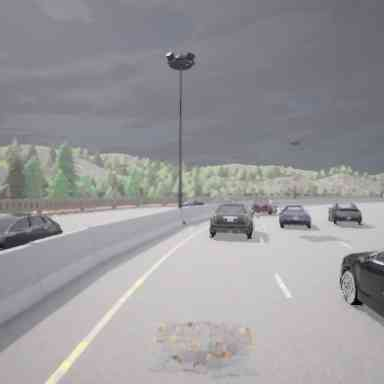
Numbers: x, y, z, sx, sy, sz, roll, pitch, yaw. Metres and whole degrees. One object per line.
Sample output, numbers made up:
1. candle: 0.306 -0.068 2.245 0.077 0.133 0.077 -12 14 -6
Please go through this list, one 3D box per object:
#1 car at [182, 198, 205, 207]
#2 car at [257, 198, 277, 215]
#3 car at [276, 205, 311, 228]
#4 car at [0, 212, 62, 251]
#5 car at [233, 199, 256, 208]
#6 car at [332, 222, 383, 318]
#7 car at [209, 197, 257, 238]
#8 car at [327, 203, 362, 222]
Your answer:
1. car: 0.210 1.632 51.816 2.128 1.511 4.902 0 -1 30
2. car: 7.712 1.427 35.169 2.097 1.767 4.553 0 0 23
3. car: 7.023 1.603 22.808 1.994 1.385 4.181 0 0 15
4. car: -6.211 1.489 11.097 1.837 1.490 4.892 0 0 8
5. car: 8.217 1.752 51.588 1.895 1.301 4.718 0 0 32
6. car: 3.937 1.507 5.125 2.128 1.511 4.902 0 0 4
7. car: 2.275 1.372 18.086 2.097 1.767 4.553 0 0 12
8. car: 11.113 1.542 24.375 2.128 1.511 4.902 0 0 17
